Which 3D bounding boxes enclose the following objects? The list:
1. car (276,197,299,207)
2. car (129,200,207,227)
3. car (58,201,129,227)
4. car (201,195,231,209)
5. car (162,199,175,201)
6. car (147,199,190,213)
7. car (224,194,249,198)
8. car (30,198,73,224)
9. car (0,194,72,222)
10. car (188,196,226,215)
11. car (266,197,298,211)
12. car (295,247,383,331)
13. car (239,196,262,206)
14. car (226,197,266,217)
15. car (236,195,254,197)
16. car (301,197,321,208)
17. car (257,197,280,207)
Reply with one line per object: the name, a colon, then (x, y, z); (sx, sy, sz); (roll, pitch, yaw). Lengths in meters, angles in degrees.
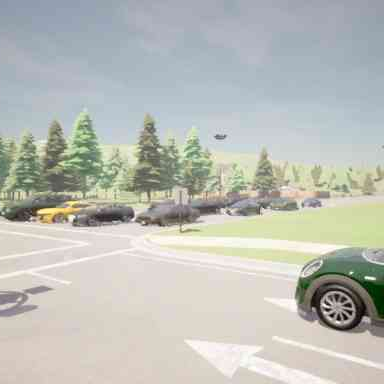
car: (14.558, 1.525, 50.743); (1.812, 1.442, 4.674); (0, 0, 37)
car: (-1.494, 1.547, 22.987); (2.033, 1.411, 5.357); (0, 0, 36)
car: (-6.090, 1.491, 22.661); (2.128, 1.511, 4.902); (0, 0, 36)
car: (3.496, 1.351, 47.540); (2.097, 1.767, 4.553); (0, 0, 36)
car: (-1.260, 1.506, 35.161); (1.837, 1.490, 4.892); (0, 0, 36)
car: (-2.660, 1.547, 39.166); (2.033, 1.411, 5.357); (0, 0, 36)
car: (5.995, 1.223, 45.034); (2.150, 2.045, 5.566); (0, 0, 36)
car: (-8.954, 1.477, 24.897); (1.882, 1.535, 5.008); (0, 0, 39)
car: (-12.082, 1.222, 26.516); (2.150, 2.045, 5.566); (0, 0, 39)
car: (0.906, 1.477, 32.198); (1.882, 1.535, 5.008); (0, 0, 36)
car: (11.101, 1.351, 40.159); (2.097, 1.767, 4.553); (0, 0, 36)
car: (4.081, 1.352, 5.378); (4.553, 1.767, 2.097); (0, 0, 36)
car: (9.971, 1.477, 56.303); (1.882, 1.535, 5.008); (0, 0, 37)
car: (5.048, 1.525, 31.915); (1.812, 1.442, 4.674); (0, 0, 37)
car: (7.854, 1.492, 41.655); (2.128, 1.511, 4.902); (0, 0, 36)
car: (17.730, 1.525, 49.144); (1.812, 1.442, 4.674); (0, 0, 37)
car: (12.359, 1.564, 53.649); (1.994, 1.385, 4.181); (0, 0, 37)
